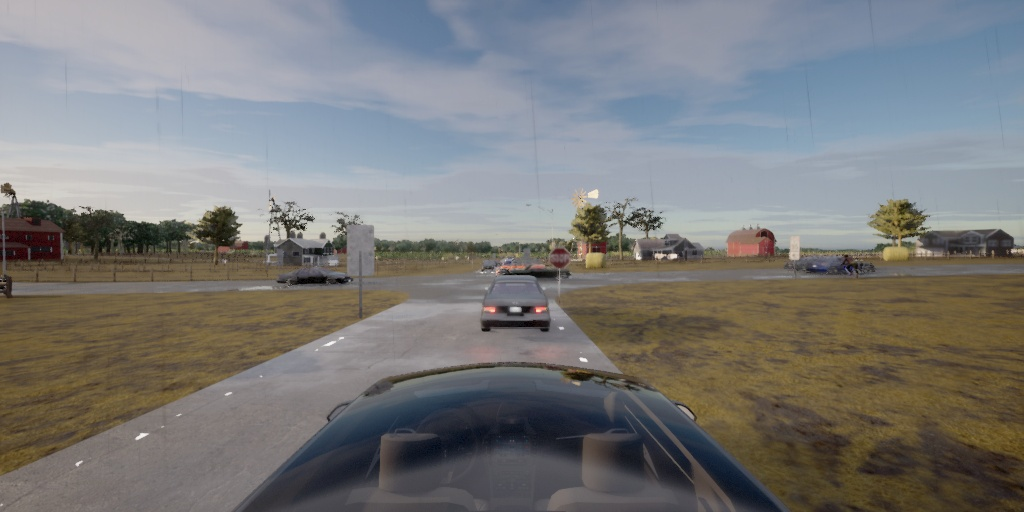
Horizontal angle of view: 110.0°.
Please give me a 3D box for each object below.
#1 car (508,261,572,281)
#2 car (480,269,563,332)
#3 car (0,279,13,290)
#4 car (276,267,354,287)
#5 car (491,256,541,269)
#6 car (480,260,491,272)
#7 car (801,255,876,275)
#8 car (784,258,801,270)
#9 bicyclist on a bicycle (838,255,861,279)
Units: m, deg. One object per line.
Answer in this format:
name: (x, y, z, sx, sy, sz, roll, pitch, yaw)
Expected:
car: (2.293, 1.260, 28.188, 4.718, 1.301, 1.895, -1, 1, 0)
car: (0.100, 1.293, 10.835, 2.033, 1.411, 5.357, 0, 0, 0)
car: (-42.540, 2.102, 28.064, 4.718, 1.301, 1.895, 0, 1, 0)
car: (-15.415, 1.602, 28.118, 5.357, 1.411, 2.033, -1, 1, 0)
car: (0.738, 1.048, 31.880, 4.553, 1.767, 2.097, -1, 0, 0)
car: (-3.006, 1.258, 47.449, 1.837, 1.490, 4.892, 0, 0, 0)
car: (25.833, 0.719, 28.214, 4.181, 1.385, 1.994, -1, 1, 0)
car: (26.783, 0.622, 31.917, 4.181, 1.385, 1.994, -1, 1, 0)
bicyclist on a bicycle: (22.825, 0.741, 24.313, 0.582, 1.620, 1.656, -1, 0, 0)
